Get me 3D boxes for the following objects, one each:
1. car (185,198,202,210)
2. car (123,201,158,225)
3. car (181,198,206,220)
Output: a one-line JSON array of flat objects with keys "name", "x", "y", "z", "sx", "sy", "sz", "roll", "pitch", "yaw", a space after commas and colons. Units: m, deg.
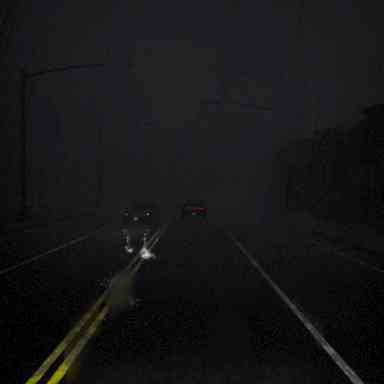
[{"name": "car", "x": 0.154, "y": 1.409, "z": 40.234, "sx": 1.994, "sy": 1.385, "sz": 4.181, "roll": 0, "pitch": 0, "yaw": 0}, {"name": "car", "x": -3.472, "y": 1.404, "z": 22.995, "sx": 2.128, "sy": 1.511, "sz": 4.902, "roll": 0, "pitch": 0, "yaw": 0}, {"name": "car", "x": 0.142, "y": 1.388, "z": 26.784, "sx": 2.128, "sy": 1.511, "sz": 4.902, "roll": 0, "pitch": 0, "yaw": 0}]
